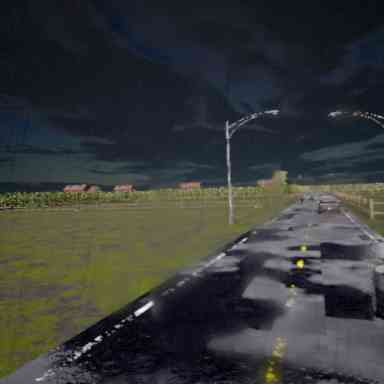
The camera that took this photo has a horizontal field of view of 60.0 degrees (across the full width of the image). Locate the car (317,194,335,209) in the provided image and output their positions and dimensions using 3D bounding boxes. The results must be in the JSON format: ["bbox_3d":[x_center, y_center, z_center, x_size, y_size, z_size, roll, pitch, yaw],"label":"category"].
[{"bbox_3d":[16.298,1.094,40.587,1.882,1.535,5.008,-3,0,21],"label":"car"}]

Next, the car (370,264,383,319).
[{"bbox_3d":[3.441,1.413,4.041,1.812,1.442,4.674,-3,0,21],"label":"car"}]

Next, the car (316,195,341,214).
[{"bbox_3d":[12.491,1.194,30.430,2.128,1.511,4.902,-3,0,21],"label":"car"}]

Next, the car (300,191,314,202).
[{"bbox_3d":[21.155,0.781,61.274,2.150,2.045,5.566,-3,-1,21],"label":"car"}]
